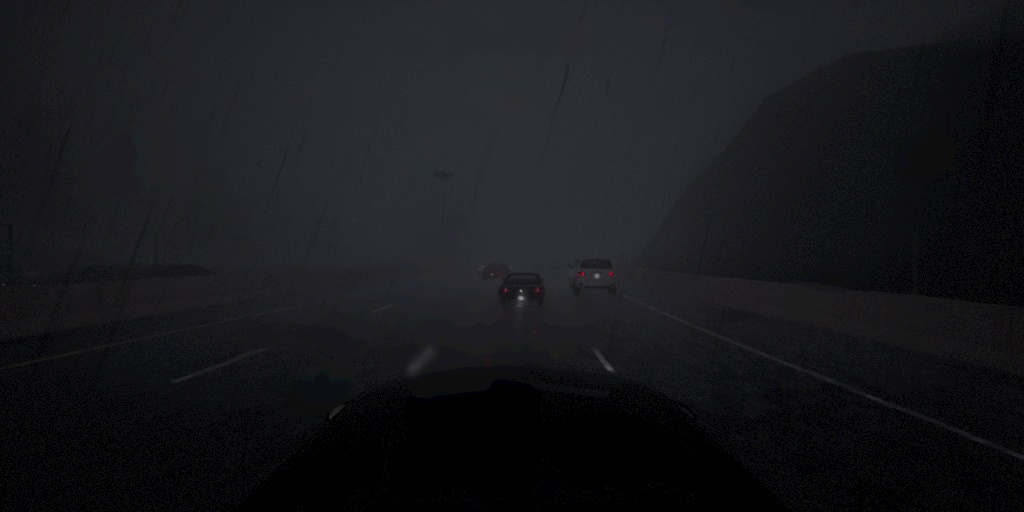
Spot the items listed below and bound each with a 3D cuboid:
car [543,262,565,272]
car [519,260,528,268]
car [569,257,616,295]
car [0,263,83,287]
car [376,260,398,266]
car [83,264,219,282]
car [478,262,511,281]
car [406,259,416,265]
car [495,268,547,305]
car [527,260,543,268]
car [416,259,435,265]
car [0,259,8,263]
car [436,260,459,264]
[{"bbox_3d":[6.443,1.541,51.809,2.033,1.411,5.357,0,0,18],"label":"car"},{"bbox_3d":[2.730,1.474,62.612,1.882,1.535,5.008,0,0,19],"label":"car"},{"bbox_3d":[4.610,1.087,20.996,2.150,2.045,5.566,0,0,6],"label":"car"},{"bbox_3d":[-20.496,1.157,17.582,2.033,1.411,5.357,1,0,4],"label":"car"},{"bbox_3d":[-20.468,1.319,58.498,1.994,1.385,4.181,0,0,15],"label":"car"},{"bbox_3d":[-16.953,1.149,17.551,1.837,1.490,4.892,0,-1,5],"label":"car"},{"bbox_3d":[-1.204,1.323,31.275,1.882,1.535,5.008,0,0,9],"label":"car"},{"bbox_3d":[-16.112,1.306,61.108,1.837,1.490,4.892,0,0,17],"label":"car"},{"bbox_3d":[0.561,1.409,16.391,1.895,1.301,4.718,1,0,4],"label":"car"},{"bbox_3d":[4.284,1.591,56.577,1.895,1.301,4.718,0,0,17],"label":"car"},{"bbox_3d":[-13.196,1.330,58.572,1.837,1.490,4.892,0,0,16],"label":"car"},{"bbox_3d":[-27.480,0.893,17.393,2.097,1.767,4.553,1,0,4],"label":"car"},{"bbox_3d":[-9.830,1.349,57.609,2.128,1.511,4.902,0,0,16],"label":"car"}]
